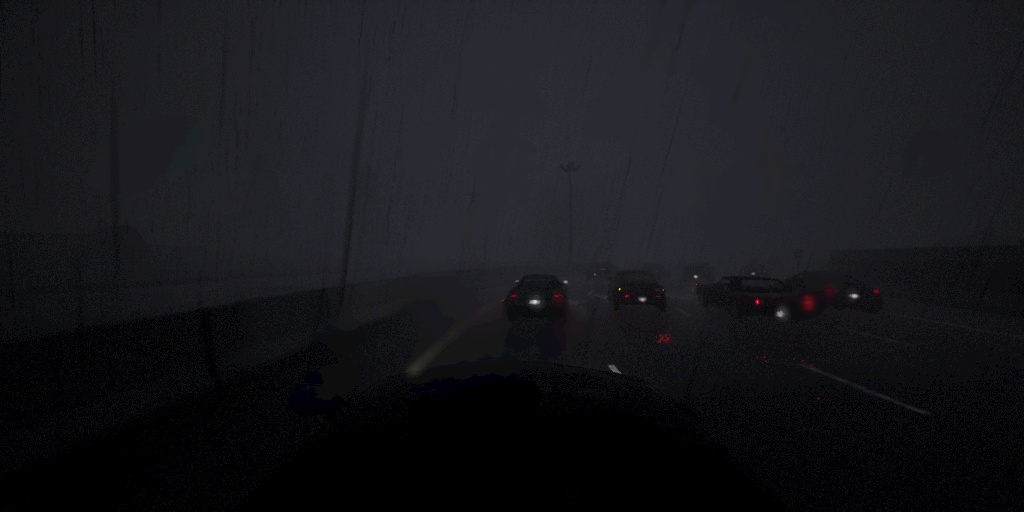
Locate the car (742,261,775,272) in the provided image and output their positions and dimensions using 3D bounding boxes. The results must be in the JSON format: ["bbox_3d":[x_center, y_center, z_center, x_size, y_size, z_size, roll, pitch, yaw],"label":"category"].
[{"bbox_3d":[19.377,1.314,28.506,1.994,1.385,4.181,0,0,38],"label":"car"}]

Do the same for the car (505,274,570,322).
[{"bbox_3d":[0.991,1.316,12.458,1.994,1.385,4.181,0,0,9],"label":"car"}]

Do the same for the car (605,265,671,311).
[{"bbox_3d":[4.914,1.277,14.424,1.812,1.442,4.674,0,0,12],"label":"car"}]

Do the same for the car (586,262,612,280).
[{"bbox_3d":[7.810,1.241,30.312,2.128,1.511,4.902,0,0,32],"label":"car"}]

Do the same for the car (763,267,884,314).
[{"bbox_3d":[11.980,1.316,13.992,1.994,1.385,4.181,0,0,13],"label":"car"}]

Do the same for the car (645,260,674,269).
[{"bbox_3d":[11.995,1.313,30.283,1.994,1.385,4.181,0,0,34],"label":"car"}]

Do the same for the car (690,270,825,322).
[{"bbox_3d":[8.026,1.352,12.369,1.895,1.301,4.718,0,0,10],"label":"car"}]

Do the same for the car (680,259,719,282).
[{"bbox_3d":[14.843,1.255,28.310,1.837,1.490,4.892,-1,0,34],"label":"car"}]
